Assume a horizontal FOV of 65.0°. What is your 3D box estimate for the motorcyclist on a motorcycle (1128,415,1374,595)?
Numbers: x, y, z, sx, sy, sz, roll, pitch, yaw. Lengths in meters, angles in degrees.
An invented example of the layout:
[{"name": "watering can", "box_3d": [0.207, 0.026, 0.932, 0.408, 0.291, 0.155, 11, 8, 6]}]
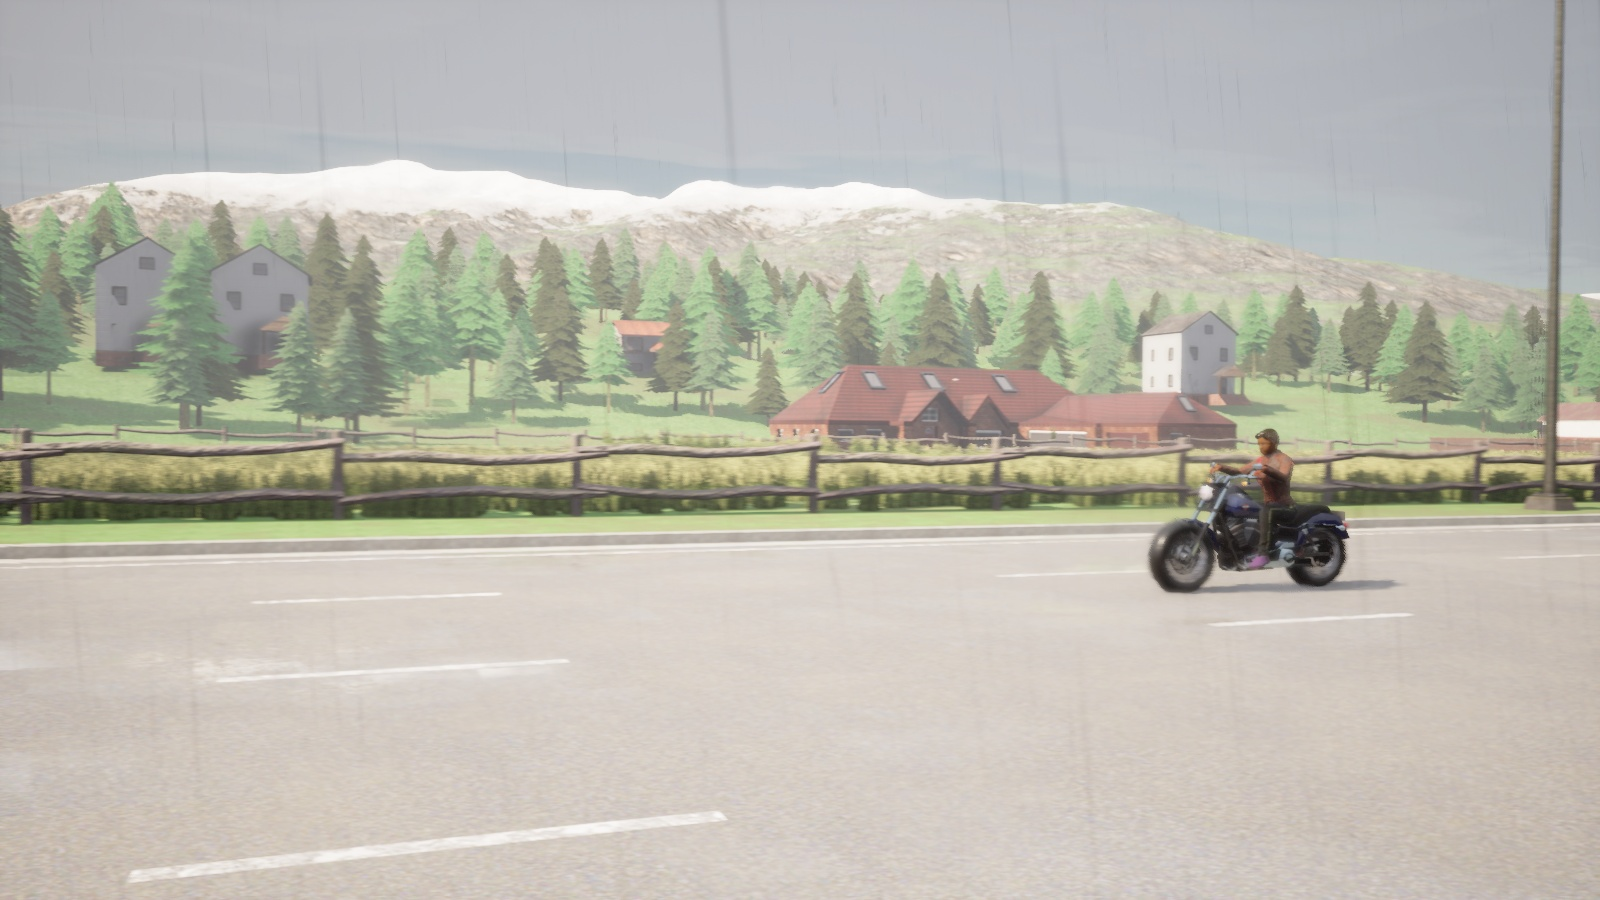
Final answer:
[{"name": "motorcyclist on a motorcycle", "box_3d": [4.469, 0.498, 12.422, 2.350, 1.649, 0.766, -1, 1, -21]}]
